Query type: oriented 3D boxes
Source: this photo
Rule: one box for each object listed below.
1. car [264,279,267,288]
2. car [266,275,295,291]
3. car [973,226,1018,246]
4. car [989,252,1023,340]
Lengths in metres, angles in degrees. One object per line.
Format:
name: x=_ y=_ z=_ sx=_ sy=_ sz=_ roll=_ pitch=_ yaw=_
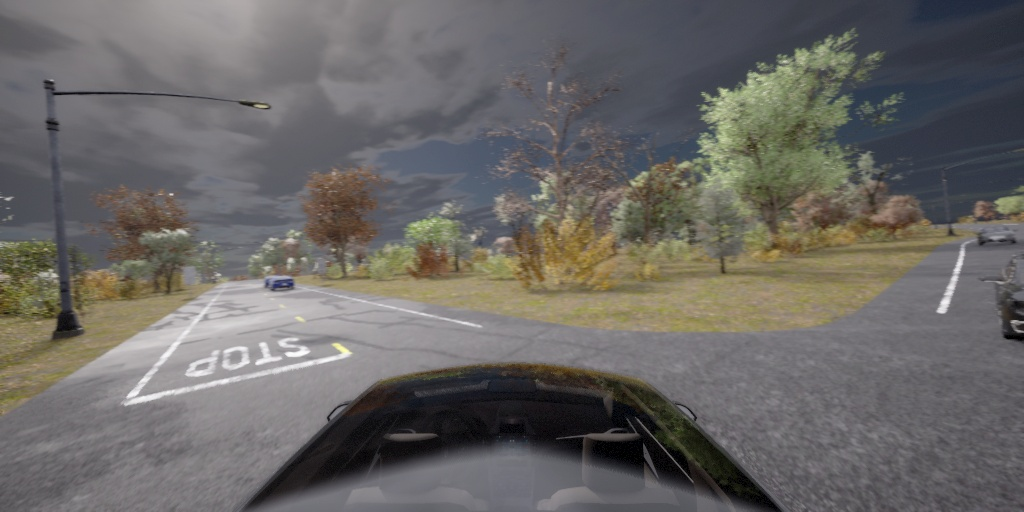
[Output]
car: x=-30.989 y=3.233 z=46.582 sx=1.882 sy=1.535 sz=5.008 roll=-4 pitch=1 yaw=-37
car: x=-24.225 y=2.778 z=37.738 sx=1.882 sy=1.535 sz=5.008 roll=-4 pitch=0 yaw=-38
car: x=39.638 y=-1.696 z=29.420 sx=4.902 sy=1.511 sz=2.128 roll=-5 pitch=-2 yaw=-38
car: x=10.263 y=0.632 z=6.472 sx=4.892 sy=1.490 sz=1.837 roll=-3 pitch=-2 yaw=-37
